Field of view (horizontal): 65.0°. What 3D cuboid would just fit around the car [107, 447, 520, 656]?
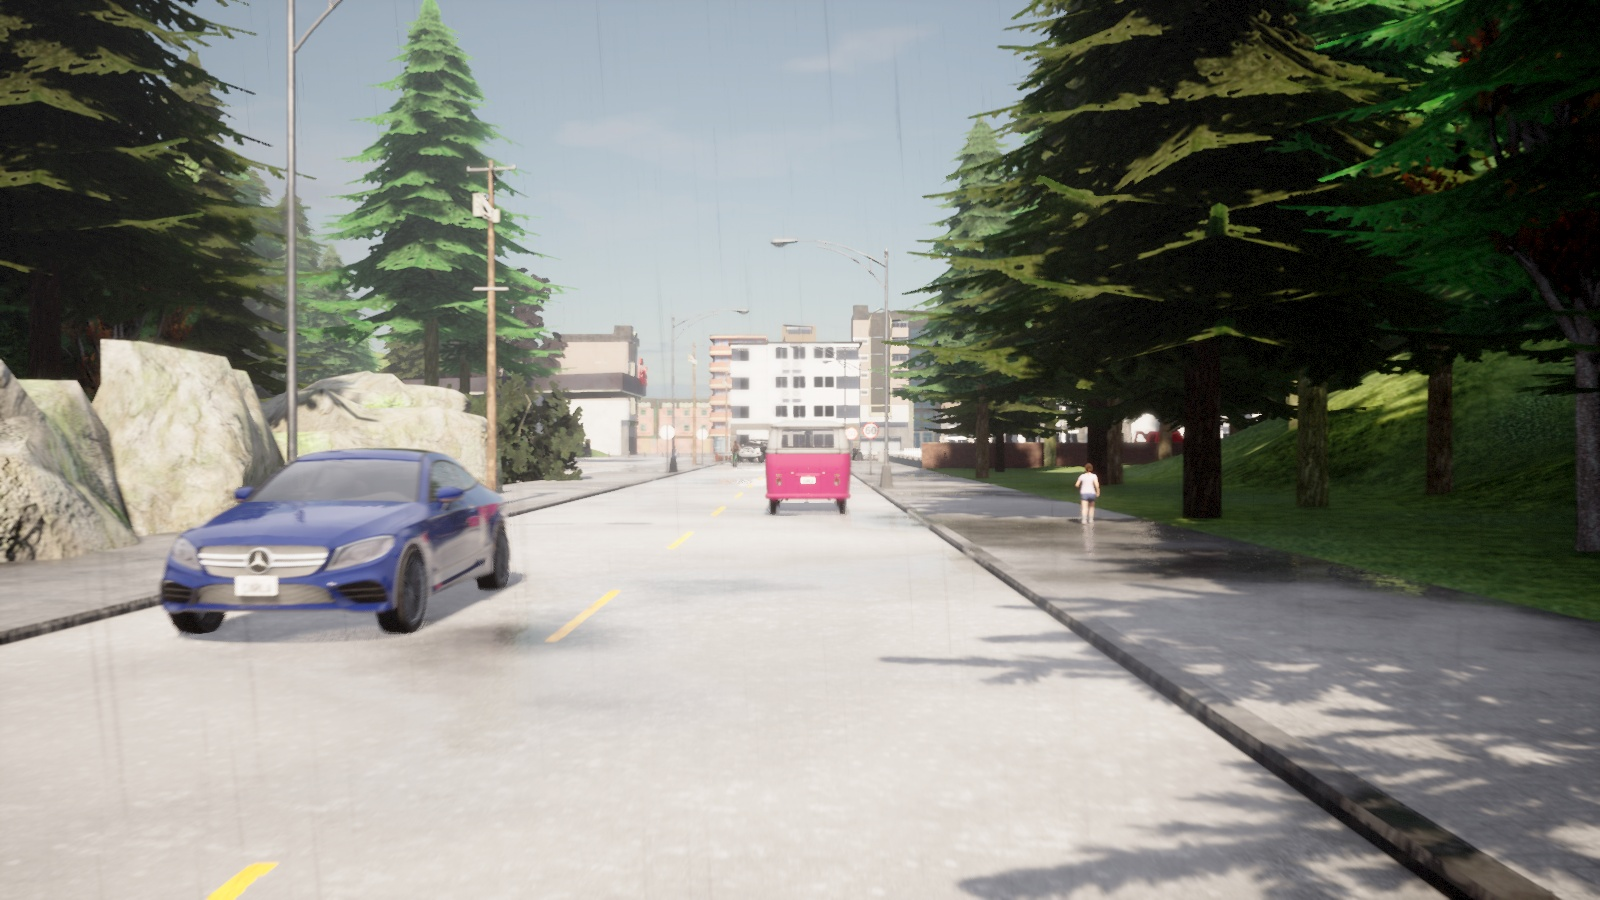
[{"bbox_3d":[-3.920,0.706,11.111,1.812,1.442,4.674,0,0,0],"label":"car"}]

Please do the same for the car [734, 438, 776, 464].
[{"bbox_3d":[-3.262,0.033,92.704,1.932,1.855,4.605,0,0,13],"label":"car"}]

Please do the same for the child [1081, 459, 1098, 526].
[{"bbox_3d":[4.905,0.719,21.284,0.255,1.110,0.394,0,0,15],"label":"child"}]

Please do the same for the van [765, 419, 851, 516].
[{"bbox_3d":[0.178,0.341,27.934,1.775,1.987,4.442,0,0,0],"label":"van"}]
